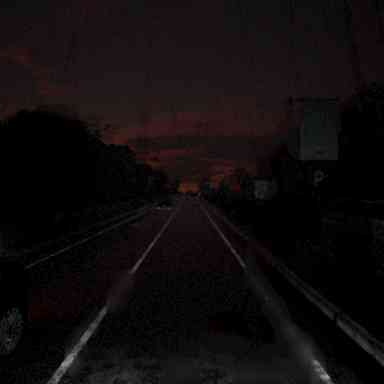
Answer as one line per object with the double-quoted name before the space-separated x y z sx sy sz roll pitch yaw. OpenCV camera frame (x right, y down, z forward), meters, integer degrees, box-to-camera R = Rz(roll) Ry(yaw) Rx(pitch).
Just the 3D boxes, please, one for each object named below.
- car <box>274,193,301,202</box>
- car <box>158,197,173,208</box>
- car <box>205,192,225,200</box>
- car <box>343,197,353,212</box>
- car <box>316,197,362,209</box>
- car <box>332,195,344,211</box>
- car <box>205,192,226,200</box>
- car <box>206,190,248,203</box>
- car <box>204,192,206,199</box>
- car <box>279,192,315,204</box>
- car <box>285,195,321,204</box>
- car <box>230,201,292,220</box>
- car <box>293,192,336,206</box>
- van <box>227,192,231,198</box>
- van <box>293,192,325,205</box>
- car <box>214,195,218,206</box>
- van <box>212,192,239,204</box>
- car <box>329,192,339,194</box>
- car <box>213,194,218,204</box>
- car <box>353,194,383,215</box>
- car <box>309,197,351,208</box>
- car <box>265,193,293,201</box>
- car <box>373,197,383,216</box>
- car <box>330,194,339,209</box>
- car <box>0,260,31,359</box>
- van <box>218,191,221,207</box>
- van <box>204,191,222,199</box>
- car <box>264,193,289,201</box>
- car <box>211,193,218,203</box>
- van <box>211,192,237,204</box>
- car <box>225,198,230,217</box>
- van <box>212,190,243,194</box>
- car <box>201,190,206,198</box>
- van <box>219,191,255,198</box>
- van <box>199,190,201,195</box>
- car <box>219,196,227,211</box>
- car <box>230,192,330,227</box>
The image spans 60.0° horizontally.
"car" 18.496 1.041 64.403 4.553 1.767 2.185 0 1 0
"car" -3.540 1.386 45.545 2.033 1.411 5.357 0 0 0
"car" 5.274 0.899 77.886 4.553 1.767 2.185 0 1 0
"car" 18.640 1.414 33.864 4.892 1.521 2.231 0 0 0
"car" 18.567 1.409 42.191 4.792 1.488 2.163 0 0 0
"car" 18.625 1.403 36.642 5.008 1.535 2.097 0 0 0
"car" 5.291 0.928 75.083 4.553 1.767 2.185 0 1 0
"car" 5.427 1.037 52.656 5.566 2.045 2.435 0 1 0
"car" 5.369 1.182 66.676 4.674 1.452 2.002 0 1 0
"car" 18.527 0.973 58.849 5.566 2.045 2.435 0 1 0
"car" 18.701 1.251 56.077 5.366 1.575 1.946 0 1 0
"car" 5.607 1.470 27.422 4.674 1.452 2.002 0 0 0
"car" 18.576 1.060 50.523 5.566 2.045 2.435 0 1 0
"van" 5.705 1.196 30.225 4.442 1.987 1.878 0 0 0
"van" 18.648 1.057 53.300 4.442 1.987 1.878 0 1 0
"car" 5.551 1.411 41.440 4.792 1.488 2.163 0 0 0
"van" 5.555 1.033 55.461 4.442 1.987 1.878 0 1 0
"car" 18.536 1.085 47.746 5.566 2.045 2.435 0 0 0
"car" 5.502 1.403 44.248 4.674 1.452 2.002 0 0 0
"car" 18.634 1.169 31.089 5.566 2.045 2.435 0 0 0
"car" 18.609 1.388 44.974 4.792 1.488 2.163 0 0 0
"car" 18.247 1.105 69.953 5.366 1.575 1.946 0 1 0
"car" 18.684 1.428 28.314 5.008 1.535 2.097 0 0 0
"car" 18.798 1.388 39.420 5.366 1.575 1.946 0 0 0
"car" -3.362 1.492 3.135 2.128 1.511 4.902 0 0 0
"van" 5.655 1.168 38.637 4.442 1.987 1.878 0 0 0
"van" 5.155 0.740 83.491 4.442 1.987 1.878 0 1 0
"car" 18.422 1.080 72.731 4.892 1.521 2.231 0 1 0
"car" 5.495 1.341 47.051 4.892 1.521 2.231 0 0 0
"van" 5.538 1.004 58.264 4.442 1.987 1.878 0 1 0
"car" 5.436 1.434 24.617 5.366 1.575 1.946 0 0 0
"van" 5.588 1.092 49.857 4.442 1.987 1.878 0 0 0
"car" 5.327 0.861 69.476 5.566 2.045 2.435 0 1 0
"van" 5.438 1.181 35.834 4.442 1.987 1.878 0 0 0
"van" 5.089 0.622 94.703 4.442 1.987 1.878 0 1 0
"car" 5.566 1.415 33.028 5.008 1.535 2.097 0 0 0
"car" 5.610 1.193 21.814 5.566 2.045 2.435 0 0 0
